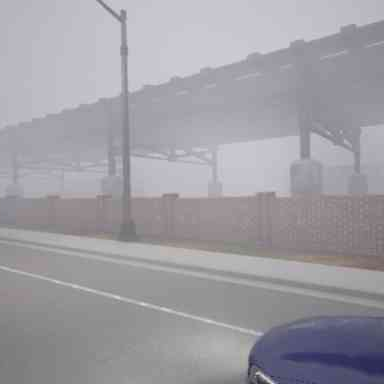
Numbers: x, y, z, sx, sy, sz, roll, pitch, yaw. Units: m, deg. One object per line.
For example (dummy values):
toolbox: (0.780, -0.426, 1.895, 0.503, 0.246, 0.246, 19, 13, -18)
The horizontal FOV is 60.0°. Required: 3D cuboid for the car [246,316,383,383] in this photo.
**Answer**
car: (2.611, 1.519, 2.130, 4.674, 1.442, 1.812, 0, 0, 36)
